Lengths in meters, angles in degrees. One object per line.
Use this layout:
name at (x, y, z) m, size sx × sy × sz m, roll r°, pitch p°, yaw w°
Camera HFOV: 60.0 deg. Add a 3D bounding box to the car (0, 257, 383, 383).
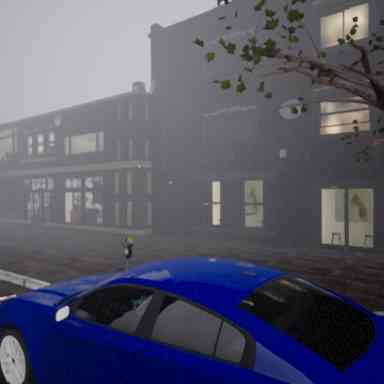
car at (-0.152, 1.471, 3.528) m, size 5.008 × 1.535 × 1.882 m, roll 0°, pitch 0°, yaw 35°
